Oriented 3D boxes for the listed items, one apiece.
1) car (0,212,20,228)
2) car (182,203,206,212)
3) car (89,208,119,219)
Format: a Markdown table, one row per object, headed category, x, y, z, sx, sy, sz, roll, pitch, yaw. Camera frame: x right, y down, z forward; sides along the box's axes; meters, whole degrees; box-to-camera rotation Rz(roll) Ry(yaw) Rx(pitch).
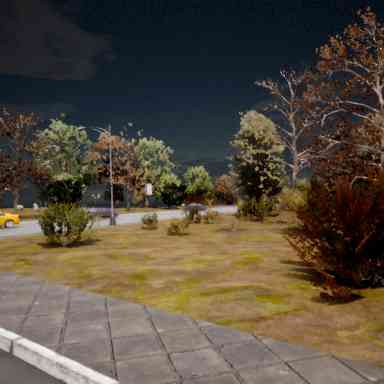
| category | x | y | z | sx | sy | sz | roll | pitch | yaw |
| --- | --- | --- | --- | --- | --- | --- | --- | --- | --- |
| car | -17.073 | 2.369 | 27.674 | 1.882 | 1.535 | 5.008 | -3 | -2 | 33 |
| car | 0.446 | 2.597 | 55.246 | 2.033 | 1.411 | 5.357 | -3 | -2 | 32 |
| car | -10.706 | 2.468 | 37.553 | 2.033 | 1.411 | 5.357 | -3 | -2 | 32 |
